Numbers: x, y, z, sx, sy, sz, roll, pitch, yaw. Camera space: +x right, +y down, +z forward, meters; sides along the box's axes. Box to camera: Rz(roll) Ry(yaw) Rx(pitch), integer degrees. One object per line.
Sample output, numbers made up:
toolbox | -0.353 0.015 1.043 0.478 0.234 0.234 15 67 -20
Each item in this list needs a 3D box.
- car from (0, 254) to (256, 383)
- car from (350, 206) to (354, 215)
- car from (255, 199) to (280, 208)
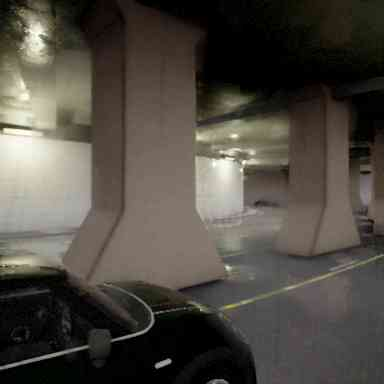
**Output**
car | -1.570 1.366 2.859 4.553 1.767 2.097 0 0 -36
car | 14.825 1.718 33.166 1.895 1.301 4.718 0 0 17
car | 11.753 1.745 52.252 2.033 1.411 5.357 0 0 -16
